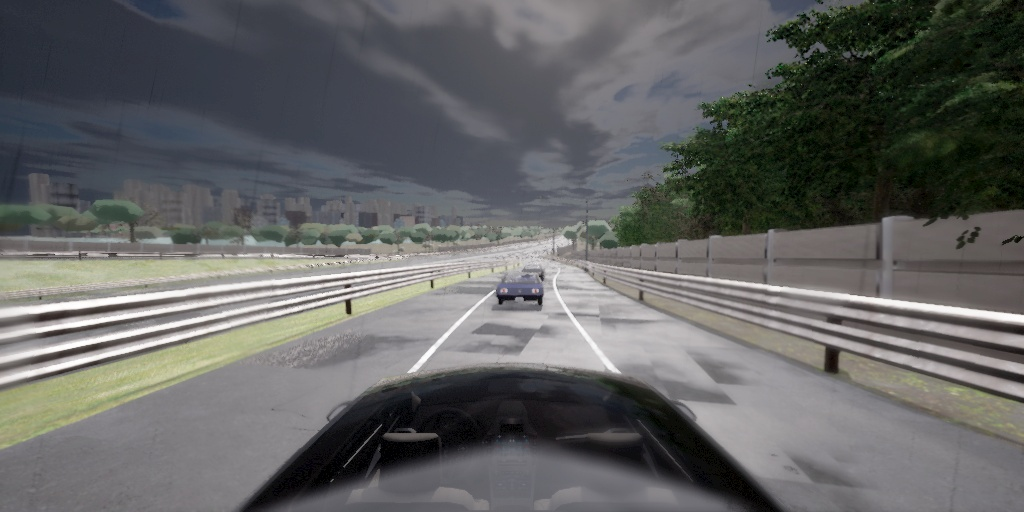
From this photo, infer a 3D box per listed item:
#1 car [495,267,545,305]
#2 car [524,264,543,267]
[{"bbox_3d":[0.430,1.365,15.922,1.895,1.301,4.718,0,0,4],"label":"car"},{"bbox_3d":[1.878,1.370,30.763,1.895,1.301,4.718,1,0,8],"label":"car"}]
